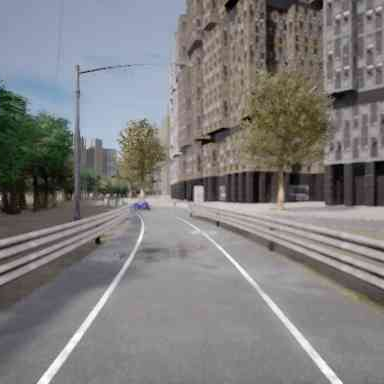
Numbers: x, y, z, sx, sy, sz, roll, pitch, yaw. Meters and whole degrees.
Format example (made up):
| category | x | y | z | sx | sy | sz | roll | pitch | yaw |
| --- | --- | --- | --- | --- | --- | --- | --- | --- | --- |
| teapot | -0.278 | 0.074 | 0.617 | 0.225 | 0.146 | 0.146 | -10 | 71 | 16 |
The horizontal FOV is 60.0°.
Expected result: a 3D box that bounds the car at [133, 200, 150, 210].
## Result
| category | x | y | z | sx | sy | sz | roll | pitch | yaw |
| --- | --- | --- | --- | --- | --- | --- | --- | --- | --- |
| car | -7.409 | 1.902 | 49.046 | 1.812 | 1.442 | 4.674 | 0 | 0 | -18 |
